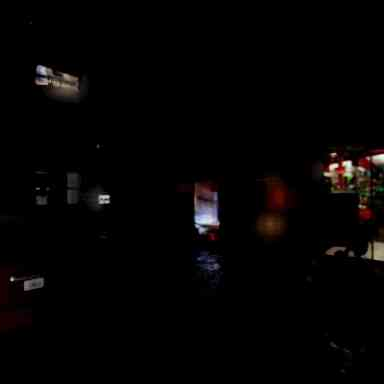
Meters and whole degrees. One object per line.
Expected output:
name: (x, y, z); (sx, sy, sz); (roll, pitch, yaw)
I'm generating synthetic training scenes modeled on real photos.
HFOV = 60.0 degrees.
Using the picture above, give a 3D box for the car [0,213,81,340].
car: (-4.015, 1.277, 5.758); (5.009, 1.841, 2.192); (0, -1, 36)
